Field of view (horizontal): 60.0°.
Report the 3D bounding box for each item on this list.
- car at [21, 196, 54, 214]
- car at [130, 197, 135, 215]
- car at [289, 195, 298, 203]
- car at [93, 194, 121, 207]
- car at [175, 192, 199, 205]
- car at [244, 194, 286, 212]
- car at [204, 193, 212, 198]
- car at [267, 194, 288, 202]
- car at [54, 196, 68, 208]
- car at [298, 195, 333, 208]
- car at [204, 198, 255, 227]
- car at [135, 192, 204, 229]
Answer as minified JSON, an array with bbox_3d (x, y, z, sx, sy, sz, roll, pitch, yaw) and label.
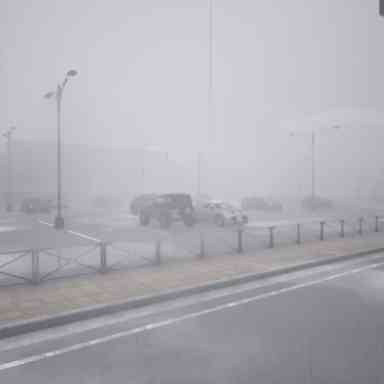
[{"bbox_3d":[-14.909,1.283,31.498,2.007,1.523,4.514,0,0,-36],"label":"car"},{"bbox_3d":[-3.397,1.051,27.515,1.932,1.855,4.605,0,0,-36],"label":"car"},{"bbox_3d":[18.359,1.203,56.112,1.970,1.475,3.806,0,0,-36],"label":"car"},{"bbox_3d":[-11.126,1.100,43.399,2.152,1.636,5.027,0,0,-36],"label":"car"},{"bbox_3d":[-0.800,0.972,50.952,1.905,1.878,3.866,0,0,-36],"label":"car"},{"bbox_3d":[7.078,1.202,34.295,2.007,1.523,4.514,0,0,-36],"label":"car"},{"bbox_3d":[1.302,0.981,53.001,1.932,1.855,4.605,0,0,-36],"label":"car"},{"bbox_3d":[16.383,1.183,63.861,1.845,1.501,3.633,0,0,-36],"label":"car"},{"bbox_3d":[-16.115,1.205,39.349,1.970,1.475,3.806,0,0,-36],"label":"car"},{"bbox_3d":[15.168,1.183,40.160,1.845,1.501,3.633,0,0,-36],"label":"car"},{"bbox_3d":[1.640,1.312,20.694,1.970,1.475,3.806,0,0,-36],"label":"car"},{"bbox_3d":[-1.405,1.042,19.224,1.905,1.878,3.866,0,0,-36],"label":"car"}]
